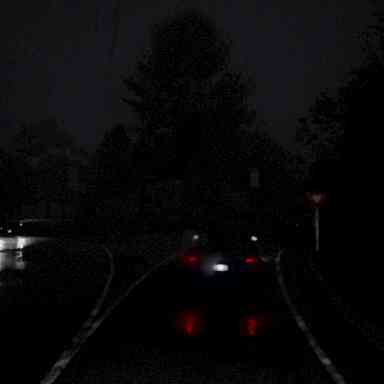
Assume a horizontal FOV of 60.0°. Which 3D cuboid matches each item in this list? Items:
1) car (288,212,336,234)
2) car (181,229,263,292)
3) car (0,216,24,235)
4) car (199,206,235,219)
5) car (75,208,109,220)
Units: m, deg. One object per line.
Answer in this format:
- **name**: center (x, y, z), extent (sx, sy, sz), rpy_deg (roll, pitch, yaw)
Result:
- **car**: center (9.456, 2.337, 25.955), extent (5.008, 1.535, 1.882), rpy_deg (2, -3, -43)
- **car**: center (0.926, 1.757, 9.523), extent (1.994, 1.385, 4.181), rpy_deg (0, -2, 8)
- **car**: center (-13.855, 2.368, 23.785), extent (4.718, 1.301, 1.895), rpy_deg (-2, -3, 41)
- **car**: center (3.843, 3.117, 51.513), extent (5.566, 2.045, 2.150), rpy_deg (-1, -3, 26)
- **car**: center (-14.463, 3.152, 48.270), extent (4.902, 1.511, 2.128), rpy_deg (0, -2, -41)
